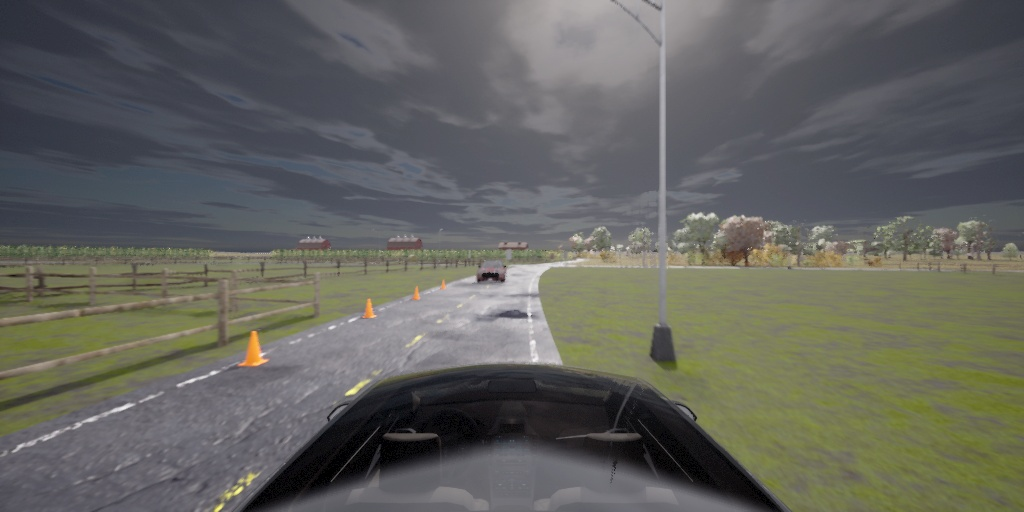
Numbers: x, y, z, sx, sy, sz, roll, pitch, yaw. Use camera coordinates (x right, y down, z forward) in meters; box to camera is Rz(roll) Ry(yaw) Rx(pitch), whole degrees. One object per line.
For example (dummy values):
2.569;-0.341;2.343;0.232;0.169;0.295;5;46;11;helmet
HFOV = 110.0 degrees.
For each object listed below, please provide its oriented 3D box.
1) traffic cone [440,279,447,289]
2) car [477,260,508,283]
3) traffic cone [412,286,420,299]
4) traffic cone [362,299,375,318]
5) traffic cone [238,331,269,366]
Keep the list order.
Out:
-4.159;1.691;21.752;0.340;0.580;0.340;0;0;4;traffic cone
-1.465;1.092;27.697;2.097;1.767;4.553;0;0;2;car
-4.447;1.692;16.721;0.340;0.580;0.340;0;0;3;traffic cone
-4.656;1.693;11.686;0.340;0.580;0.340;0;0;2;traffic cone
-4.787;1.694;6.649;0.340;0.580;0.340;0;0;1;traffic cone
